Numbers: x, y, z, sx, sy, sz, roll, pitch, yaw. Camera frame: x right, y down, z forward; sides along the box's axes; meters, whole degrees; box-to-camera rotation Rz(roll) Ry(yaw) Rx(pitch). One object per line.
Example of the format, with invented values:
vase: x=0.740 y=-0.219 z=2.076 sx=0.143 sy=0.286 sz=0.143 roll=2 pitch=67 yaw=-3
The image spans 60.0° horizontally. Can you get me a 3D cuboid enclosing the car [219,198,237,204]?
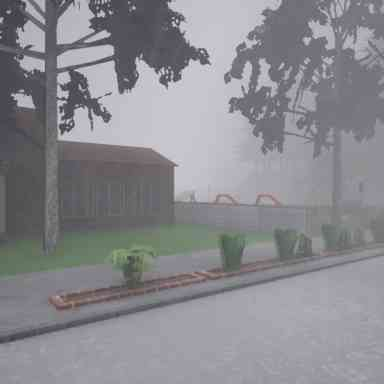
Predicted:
car: x=4.815 y=1.526 z=45.473 sx=1.812 sy=1.442 sz=4.674 roll=0 pitch=0 yaw=-35

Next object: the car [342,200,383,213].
car: x=15.578 y=1.504 z=30.322 sx=1.837 sy=1.490 sz=4.892 roll=0 pitch=0 yaw=-35
